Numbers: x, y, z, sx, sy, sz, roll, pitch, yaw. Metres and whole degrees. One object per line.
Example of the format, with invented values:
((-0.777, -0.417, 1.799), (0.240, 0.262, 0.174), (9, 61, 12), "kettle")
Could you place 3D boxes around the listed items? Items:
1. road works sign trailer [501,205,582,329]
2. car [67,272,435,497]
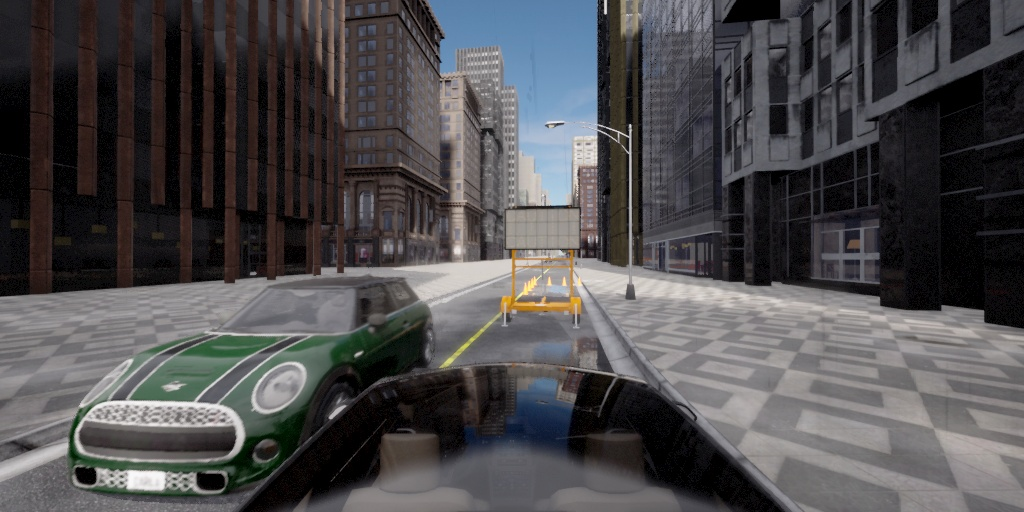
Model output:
((0.976, 0.211, 11.411), (2.380, 3.560, 2.880), (0, 0, 8), "road works sign trailer")
((-2.619, 1.103, 4.952), (2.097, 1.767, 4.553), (0, 0, 4), "car")
